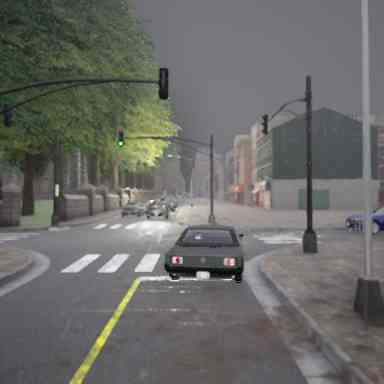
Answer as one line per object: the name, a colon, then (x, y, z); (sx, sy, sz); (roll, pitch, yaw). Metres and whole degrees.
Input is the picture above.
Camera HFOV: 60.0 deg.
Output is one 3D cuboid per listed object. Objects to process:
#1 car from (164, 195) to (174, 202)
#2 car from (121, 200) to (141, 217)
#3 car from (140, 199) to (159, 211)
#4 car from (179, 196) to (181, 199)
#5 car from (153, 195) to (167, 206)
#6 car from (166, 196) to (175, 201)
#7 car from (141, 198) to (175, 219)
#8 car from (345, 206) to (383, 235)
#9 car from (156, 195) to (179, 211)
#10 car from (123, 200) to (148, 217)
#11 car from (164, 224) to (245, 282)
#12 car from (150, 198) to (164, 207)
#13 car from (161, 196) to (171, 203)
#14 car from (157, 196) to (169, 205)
car: (-5.955, 1.630, 87.571); (2.192, 1.841, 5.009); (1, 0, 0)
car: (-5.520, 1.611, 31.384); (2.008, 1.369, 4.403); (1, 0, 0)
car: (-5.597, 1.661, 43.969); (1.947, 1.339, 4.313); (1, 0, 0)
car: (-3.112, 1.679, 49.629); (1.994, 1.385, 4.181); (0, 0, -1)
car: (-5.728, 1.474, 60.320); (2.192, 1.841, 5.009); (1, 0, 0)
car: (-6.005, 1.903, 93.018); (2.008, 1.369, 4.403); (1, 0, 0)
car: (-2.954, 1.548, 29.858); (2.128, 1.511, 4.902); (0, 0, 0)
car: (10.938, 1.443, 18.051); (5.008, 1.535, 1.882); (-1, -1, 0)
car: (-3.035, 1.435, 39.753); (2.097, 1.767, 4.553); (0, 0, 0)
car: (-5.560, 1.590, 33.357); (1.752, 1.417, 4.829); (1, 0, 0)
car: (0.587, 1.608, 9.840); (1.895, 1.301, 4.718); (0, 0, 8)
car: (-5.688, 1.717, 54.869); (1.802, 1.307, 4.206); (1, 0, 0)
car: (-5.867, 1.685, 76.669); (1.967, 1.590, 4.097); (1, 0, 0)
car: (-5.776, 1.625, 65.770); (1.967, 1.590, 4.097); (1, 0, 0)
